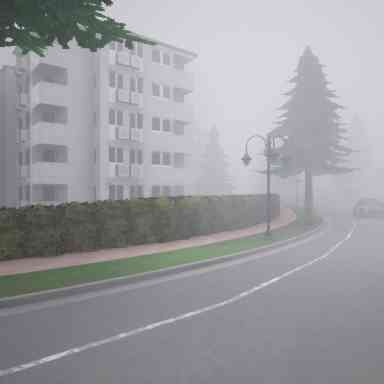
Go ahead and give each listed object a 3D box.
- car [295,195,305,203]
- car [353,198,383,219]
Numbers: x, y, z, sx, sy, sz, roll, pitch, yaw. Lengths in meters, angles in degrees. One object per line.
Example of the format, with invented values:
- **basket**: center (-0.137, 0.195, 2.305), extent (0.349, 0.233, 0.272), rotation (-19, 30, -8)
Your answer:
- **car**: center (23.018, 1.347, 69.376), extent (2.097, 1.767, 4.553), rotation (0, 0, 6)
- **car**: center (15.469, 1.352, 28.882), extent (2.097, 1.767, 4.553), rotation (0, 0, 15)
